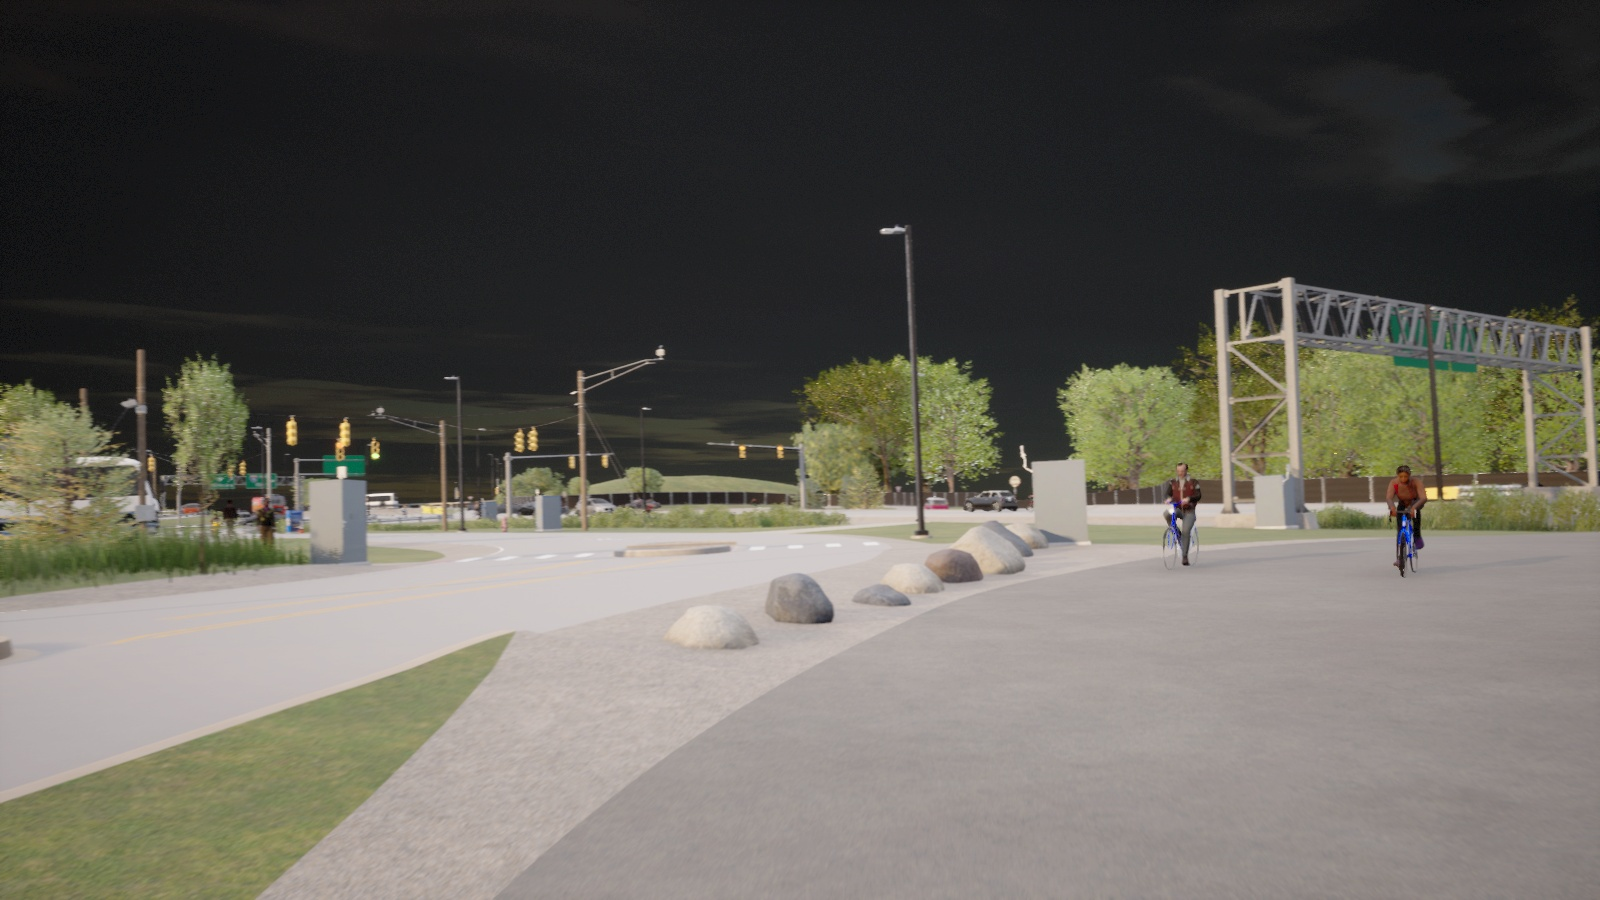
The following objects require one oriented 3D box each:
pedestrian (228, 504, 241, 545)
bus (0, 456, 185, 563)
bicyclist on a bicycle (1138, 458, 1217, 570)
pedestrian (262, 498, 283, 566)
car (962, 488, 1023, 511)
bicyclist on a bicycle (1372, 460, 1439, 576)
[{"bbox_3d":[-25.563,3.359,56.741,0.431,1.840,0.703,-2,-3,-20],"label":"pedestrian"},{"bbox_3d":[-34.032,2.769,57.232,10.273,4.253,3.944,-2,-5,-32],"label":"bus"},{"bbox_3d":[6.293,1.039,20.865,0.659,1.776,1.843,-3,-2,35],"label":"bicyclist on a bicycle"},{"bbox_3d":[-15.298,2.387,36.395,0.395,1.930,0.692,-1,-4,-33],"label":"pedestrian"},{"bbox_3d":[13.379,3.423,87.437,1.970,1.475,3.806,0,-3,-38],"label":"car"},{"bbox_3d":[8.911,0.972,18.452,0.582,1.620,1.656,-3,-2,34],"label":"bicyclist on a bicycle"}]
